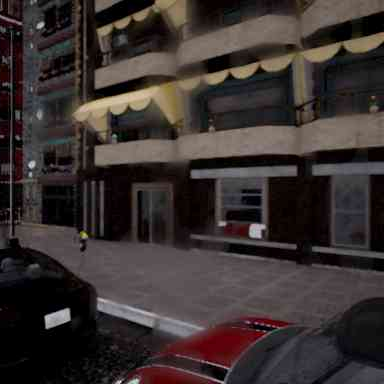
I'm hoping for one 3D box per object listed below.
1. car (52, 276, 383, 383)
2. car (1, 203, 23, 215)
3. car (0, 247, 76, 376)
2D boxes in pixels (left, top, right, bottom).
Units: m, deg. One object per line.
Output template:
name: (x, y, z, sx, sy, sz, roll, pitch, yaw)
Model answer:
car: (1.267, 1.440, 1.969, 4.097, 1.590, 1.967, 0, 0, 36)
car: (-19.652, 1.929, 38.537, 1.887, 1.381, 4.507, -1, -2, 35)
car: (-3.316, 1.566, 5.240, 4.313, 1.339, 1.947, 0, 0, 36)
